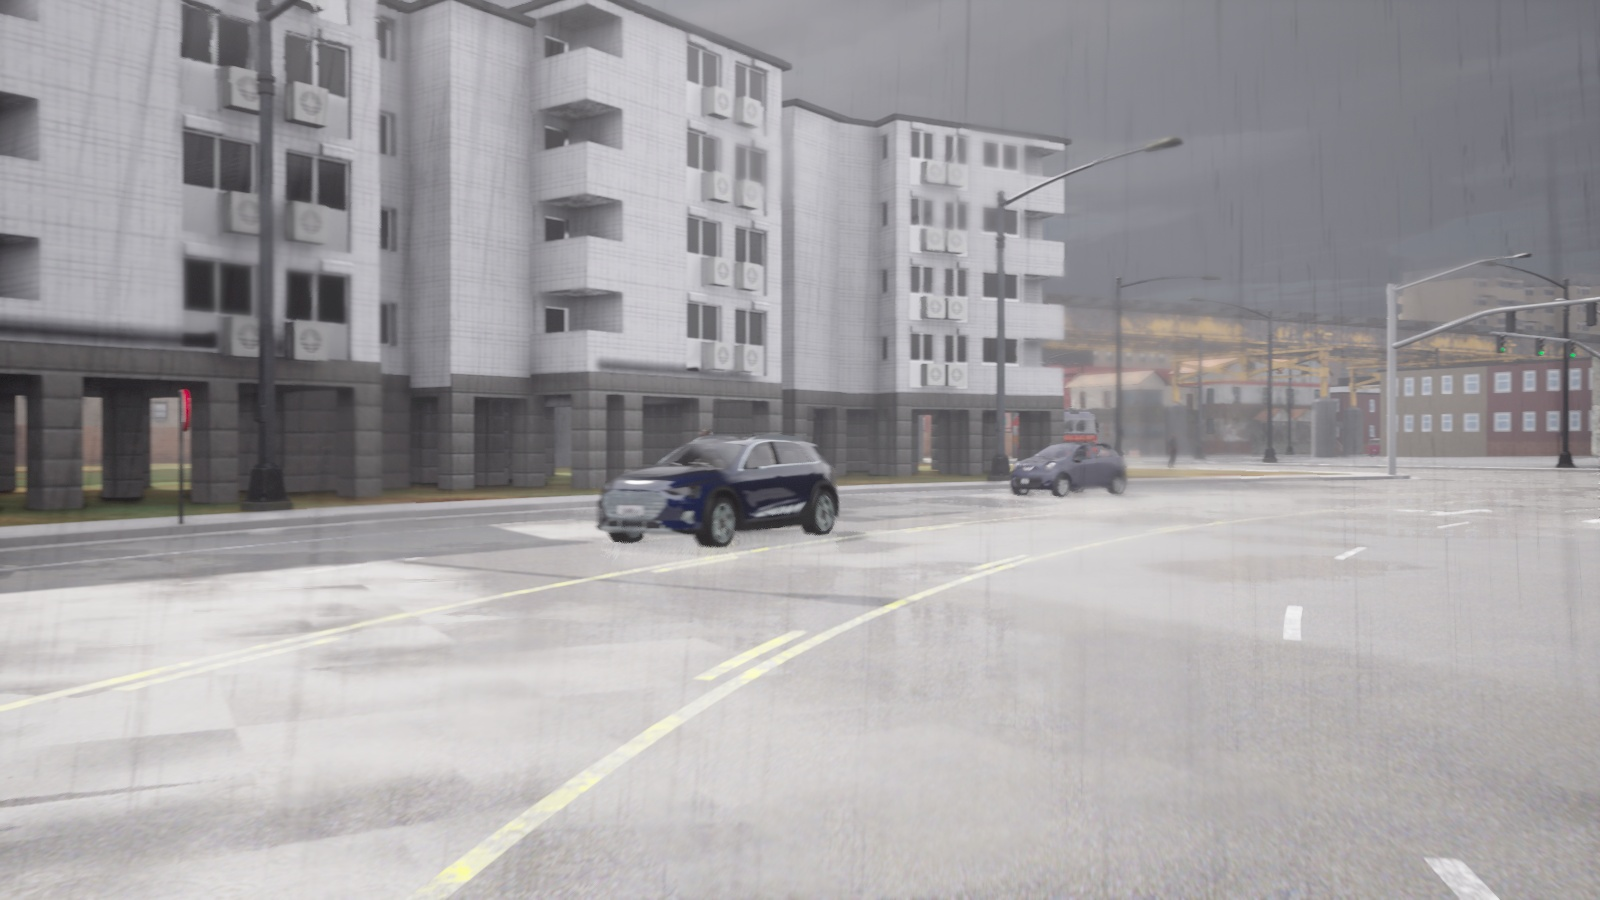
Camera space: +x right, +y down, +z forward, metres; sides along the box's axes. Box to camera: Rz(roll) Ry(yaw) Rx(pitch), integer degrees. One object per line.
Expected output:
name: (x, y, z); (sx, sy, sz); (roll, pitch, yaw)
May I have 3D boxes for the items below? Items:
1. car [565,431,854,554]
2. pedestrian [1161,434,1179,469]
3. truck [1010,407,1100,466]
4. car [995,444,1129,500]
car: (-1.219, 0.565, 19.422); (2.033, 1.649, 4.856); (0, 0, 31)
pedestrian: (19.435, 0.067, 65.950); (0.540, 1.848, 0.694); (0, 0, -30)
truck: (17.289, -0.870, 85.914); (2.891, 3.827, 8.468); (0, 0, -12)
car: (7.411, 0.575, 35.414); (3.633, 1.501, 1.845); (0, 0, -40)
